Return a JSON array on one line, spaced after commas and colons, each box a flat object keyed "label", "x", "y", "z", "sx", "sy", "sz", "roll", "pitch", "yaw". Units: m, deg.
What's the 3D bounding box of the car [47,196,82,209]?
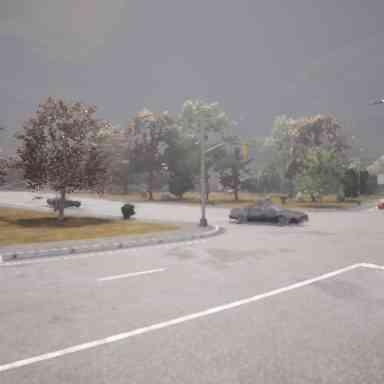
[{"label": "car", "x": -14.888, "y": 1.166, "z": 38.820, "sx": 4.718, "sy": 1.301, "sz": 1.895, "roll": 3, "pitch": 2, "yaw": 39}]

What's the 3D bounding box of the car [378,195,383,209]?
[{"label": "car", "x": 22.250, "y": 1.003, "z": 37.259, "sx": 2.097, "sy": 1.767, "sz": 4.553, "roll": 0, "pitch": 0, "yaw": 37}]

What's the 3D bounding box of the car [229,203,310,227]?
[{"label": "car", "x": 5.138, "y": 1.498, "z": 22.762, "sx": 5.357, "sy": 1.411, "sz": 2.033, "roll": 0, "pitch": 1, "yaw": 39}]
